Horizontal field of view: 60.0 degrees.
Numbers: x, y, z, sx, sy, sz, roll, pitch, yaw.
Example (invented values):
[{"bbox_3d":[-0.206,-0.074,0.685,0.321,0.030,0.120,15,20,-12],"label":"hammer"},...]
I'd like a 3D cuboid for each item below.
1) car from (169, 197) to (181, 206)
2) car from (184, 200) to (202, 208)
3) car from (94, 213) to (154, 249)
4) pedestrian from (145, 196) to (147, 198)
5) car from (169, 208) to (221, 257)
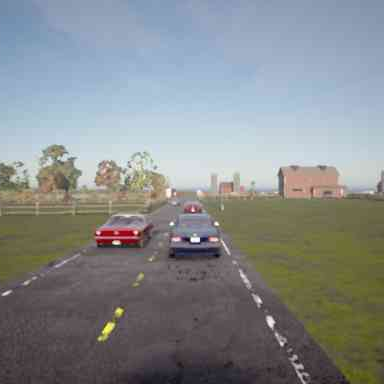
[{"bbox_3d":[-2.813,1.621,55.355,1.812,1.442,4.674,0,0,0],"label":"car"},{"bbox_3d":[0.099,1.585,34.347,1.812,1.442,4.674,0,0,0],"label":"car"},{"bbox_3d":[-2.853,1.629,14.804,1.895,1.301,4.718,0,0,0],"label":"car"},{"bbox_3d":[-12.161,1.570,87.456,0.375,1.860,0.375,0,1,0],"label":"pedestrian"},{"bbox_3d":[0.099,1.573,13.099,2.033,1.411,5.357,0,0,0],"label":"car"}]
